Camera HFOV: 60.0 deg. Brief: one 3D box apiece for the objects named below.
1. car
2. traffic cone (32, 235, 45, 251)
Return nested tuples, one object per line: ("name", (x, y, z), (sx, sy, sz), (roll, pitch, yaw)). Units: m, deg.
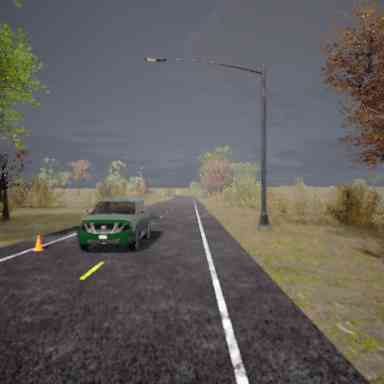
("car", (-3.197, 1.275, 14.689), (2.150, 2.045, 5.566), (0, 0, 0))
("traffic cone", (-6.047, 2.003, 13.116), (0.340, 0.580, 0.340), (0, 0, 0))
